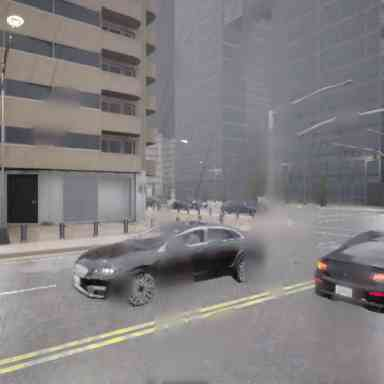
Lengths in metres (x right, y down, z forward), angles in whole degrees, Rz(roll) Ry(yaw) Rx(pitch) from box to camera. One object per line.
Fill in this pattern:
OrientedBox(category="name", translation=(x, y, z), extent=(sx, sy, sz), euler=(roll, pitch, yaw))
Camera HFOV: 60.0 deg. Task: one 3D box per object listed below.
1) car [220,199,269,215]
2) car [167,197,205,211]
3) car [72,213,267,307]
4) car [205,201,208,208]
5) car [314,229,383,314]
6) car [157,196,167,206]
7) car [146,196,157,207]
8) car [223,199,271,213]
OrientedBox(category="car", translation=(5.036, 1.492, 32.219), extent=(2.033, 1.411, 5.357), euler=(0, 0, -36))
OrientedBox(category="car", translation=(-0.783, 1.508, 40.369), extent=(1.994, 1.385, 4.181), euler=(0, 0, -35))
OrientedBox(category="car", translation=(-0.308, 1.491, 8.081), extent=(4.902, 1.511, 2.128), euler=(0, 0, -36))
OrientedBox(category="car", translation=(0.203, 1.436, 45.046), extent=(2.128, 1.511, 4.902), euler=(0, 0, -35))
OrientedBox(category="car", translation=(4.474, 1.526, 7.004), extent=(4.674, 1.442, 1.812), euler=(0, 0, -35))
OrientedBox(category="car", translation=(-5.689, 1.449, 53.463), extent=(1.837, 1.490, 4.892), euler=(0, 0, -35))
OrientedBox(category="car", translation=(-7.690, 1.422, 50.213), extent=(1.882, 1.535, 5.008), euler=(0, 0, -35))
OrientedBox(category="car", translation=(6.021, 1.492, 36.822), extent=(2.033, 1.411, 5.357), euler=(0, 0, -36))
